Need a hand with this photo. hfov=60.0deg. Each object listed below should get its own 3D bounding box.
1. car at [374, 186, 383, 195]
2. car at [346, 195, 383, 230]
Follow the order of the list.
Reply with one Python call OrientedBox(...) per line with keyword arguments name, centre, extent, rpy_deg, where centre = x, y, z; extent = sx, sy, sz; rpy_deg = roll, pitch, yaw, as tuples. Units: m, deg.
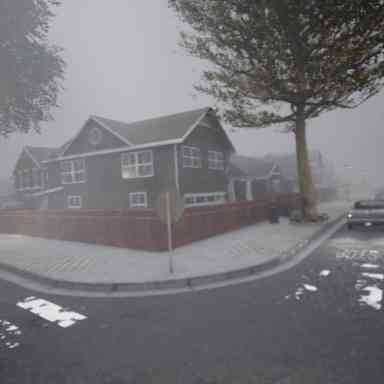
OrientedBox(name="car", centre=(22.390, 0.086, 38.780), extent=(1.812, 1.442, 4.674), rpy_deg=(-3, 0, 31))
OrientedBox(name="car", centre=(9.044, 1.069, 16.850), extent=(1.895, 1.301, 4.718), rpy_deg=(-3, 0, 31))
